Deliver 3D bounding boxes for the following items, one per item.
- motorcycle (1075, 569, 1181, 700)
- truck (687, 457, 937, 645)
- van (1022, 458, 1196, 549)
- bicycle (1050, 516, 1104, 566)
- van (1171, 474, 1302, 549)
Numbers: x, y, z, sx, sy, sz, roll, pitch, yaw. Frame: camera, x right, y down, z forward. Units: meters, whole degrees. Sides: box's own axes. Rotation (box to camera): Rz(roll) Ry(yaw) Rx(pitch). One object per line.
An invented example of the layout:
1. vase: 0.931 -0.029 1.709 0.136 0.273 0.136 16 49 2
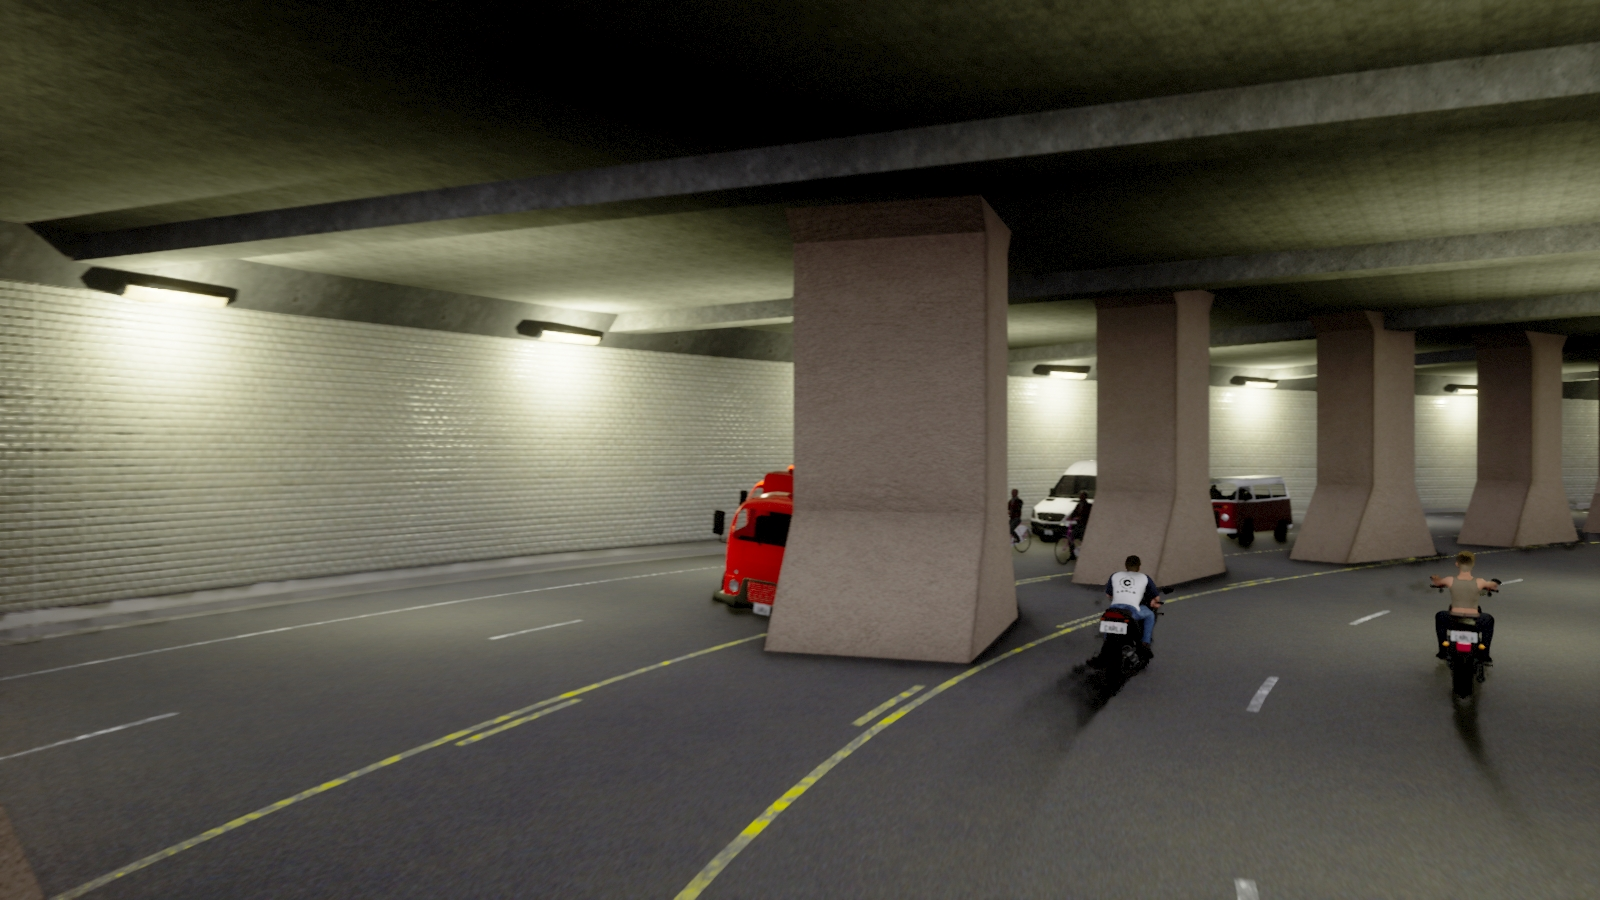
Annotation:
1. motorcycle: 4.005 2.177 13.838 0.803 1.224 2.033 1 1 28
2. truck: 0.416 1.669 21.454 2.627 2.467 5.204 7 6 24
3. van: 9.612 1.542 35.260 5.915 2.561 1.988 0 0 -37
4. bicycle: 6.865 2.239 28.290 1.835 1.126 0.329 0 0 -42
5. van: 13.310 1.793 34.719 4.480 2.038 2.069 0 0 -45
